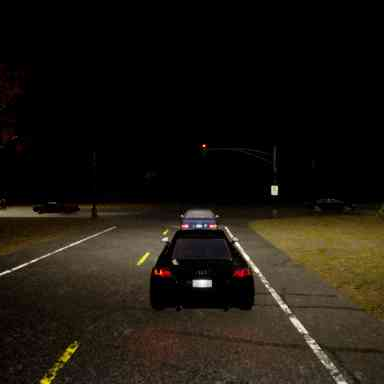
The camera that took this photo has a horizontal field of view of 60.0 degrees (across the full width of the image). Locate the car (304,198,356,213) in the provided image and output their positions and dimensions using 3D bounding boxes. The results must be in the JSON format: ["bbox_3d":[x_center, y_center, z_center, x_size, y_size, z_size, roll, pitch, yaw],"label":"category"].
[{"bbox_3d":[14.084,1.329,34.077,4.902,1.511,2.128,-1,1,5],"label":"car"}]

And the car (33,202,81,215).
[{"bbox_3d":[-14.765,1.771,36.515,4.718,1.301,1.895,-1,1,5],"label":"car"}]

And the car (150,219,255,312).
[{"bbox_3d":[0.198,1.558,7.792,1.994,1.385,4.181,0,0,1],"label":"car"}]

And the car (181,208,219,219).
[{"bbox_3d":[0.387,1.530,17.020,2.033,1.411,5.357,0,0,2],"label":"car"}]

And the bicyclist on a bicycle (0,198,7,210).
[{"bbox_3d":[-25.532,1.579,45.049,0.582,1.620,1.656,-1,0,5],"label":"bicyclist on a bicycle"}]
